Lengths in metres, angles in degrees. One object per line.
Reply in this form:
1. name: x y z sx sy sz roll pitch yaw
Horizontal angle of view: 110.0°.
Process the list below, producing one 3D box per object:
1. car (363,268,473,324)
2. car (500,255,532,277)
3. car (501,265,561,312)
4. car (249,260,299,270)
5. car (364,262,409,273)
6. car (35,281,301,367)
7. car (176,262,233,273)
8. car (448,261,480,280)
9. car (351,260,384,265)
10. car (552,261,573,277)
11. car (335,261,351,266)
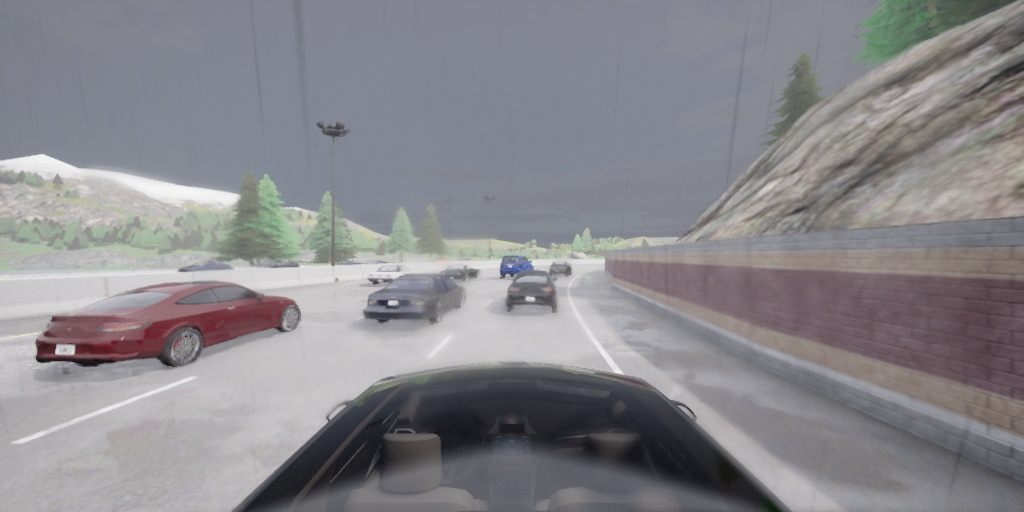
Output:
1. car: -2.915 1.288 11.936 2.033 1.411 5.357 0 0 5
2. car: 0.470 0.972 32.694 2.150 2.045 5.566 0 0 14
3. car: 0.849 1.278 14.248 1.812 1.442 4.674 0 0 6
4. car: -23.987 1.163 36.312 2.128 1.511 4.902 0 0 13
5. car: -8.178 1.324 25.476 1.895 1.301 4.718 0 0 10
6. car: -6.670 1.254 7.730 1.812 1.442 4.674 0 0 2
7. car: -28.250 1.221 33.105 1.994 1.385 4.181 0 0 12
8. car: -4.021 1.337 28.649 1.895 1.301 4.718 0 0 11
9. car: -15.678 1.224 40.750 1.812 1.442 4.674 0 0 16
10. car: 4.963 1.257 35.969 2.128 1.511 4.902 0 0 15
11. car: -19.103 1.251 41.459 1.994 1.385 4.181 0 0 15
